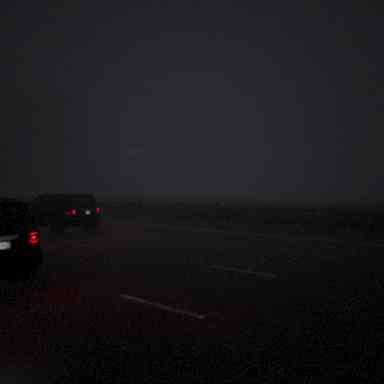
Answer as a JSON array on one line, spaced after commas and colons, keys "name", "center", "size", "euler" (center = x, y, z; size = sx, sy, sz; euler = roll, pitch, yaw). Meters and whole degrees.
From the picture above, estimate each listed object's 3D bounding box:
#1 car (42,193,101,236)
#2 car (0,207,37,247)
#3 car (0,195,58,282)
[{"name": "car", "center": [-7.265, 1.082, 17.772], "size": [5.566, 2.045, 2.150], "euler": [0, 0, 35]}, {"name": "car", "center": [-8.925, 1.429, 14.656], "size": [4.181, 1.385, 1.994], "euler": [0, 0, 35]}, {"name": "car", "center": [-5.998, 1.141, 8.270], "size": [5.566, 2.045, 2.150], "euler": [1, 1, 35]}]
